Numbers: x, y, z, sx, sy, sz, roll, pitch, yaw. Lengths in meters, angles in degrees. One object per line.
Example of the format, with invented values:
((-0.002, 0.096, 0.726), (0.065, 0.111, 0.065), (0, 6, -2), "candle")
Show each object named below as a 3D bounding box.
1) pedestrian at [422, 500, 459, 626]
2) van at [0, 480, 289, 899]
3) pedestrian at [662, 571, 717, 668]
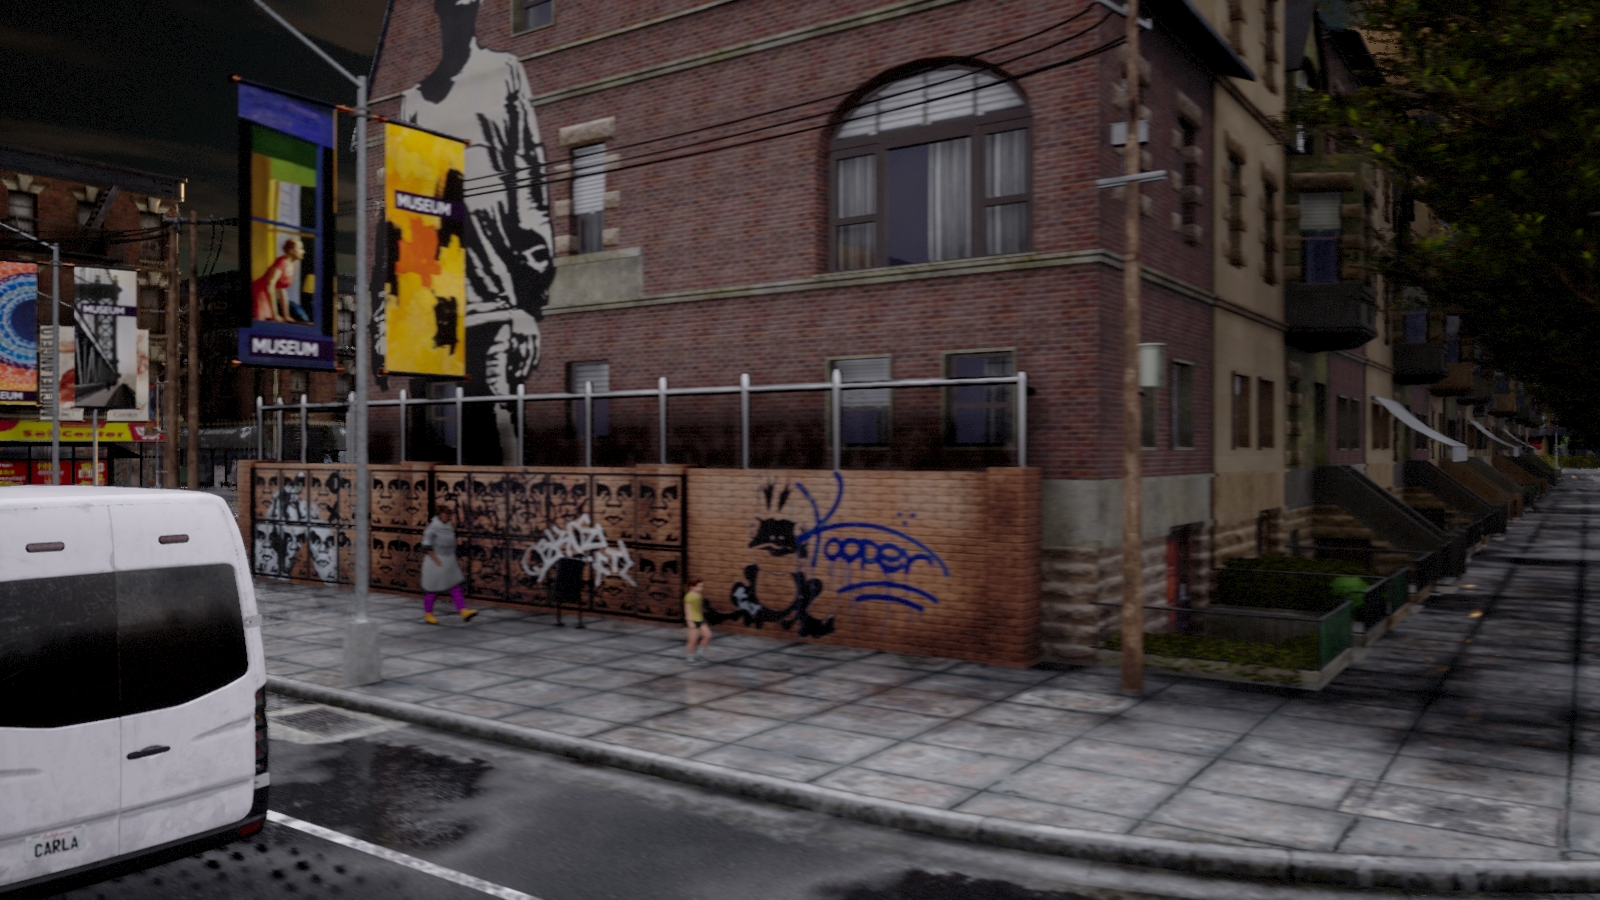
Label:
((-5.463, 1.698, 17.356), (0.375, 1.860, 0.375), (0, 0, 30), "pedestrian")
((-6.260, 1.536, 8.185), (5.915, 2.561, 1.988), (0, 0, 35), "van")
((-1.359, 2.077, 14.065), (0.500, 1.100, 0.500), (0, 0, 22), "pedestrian")
